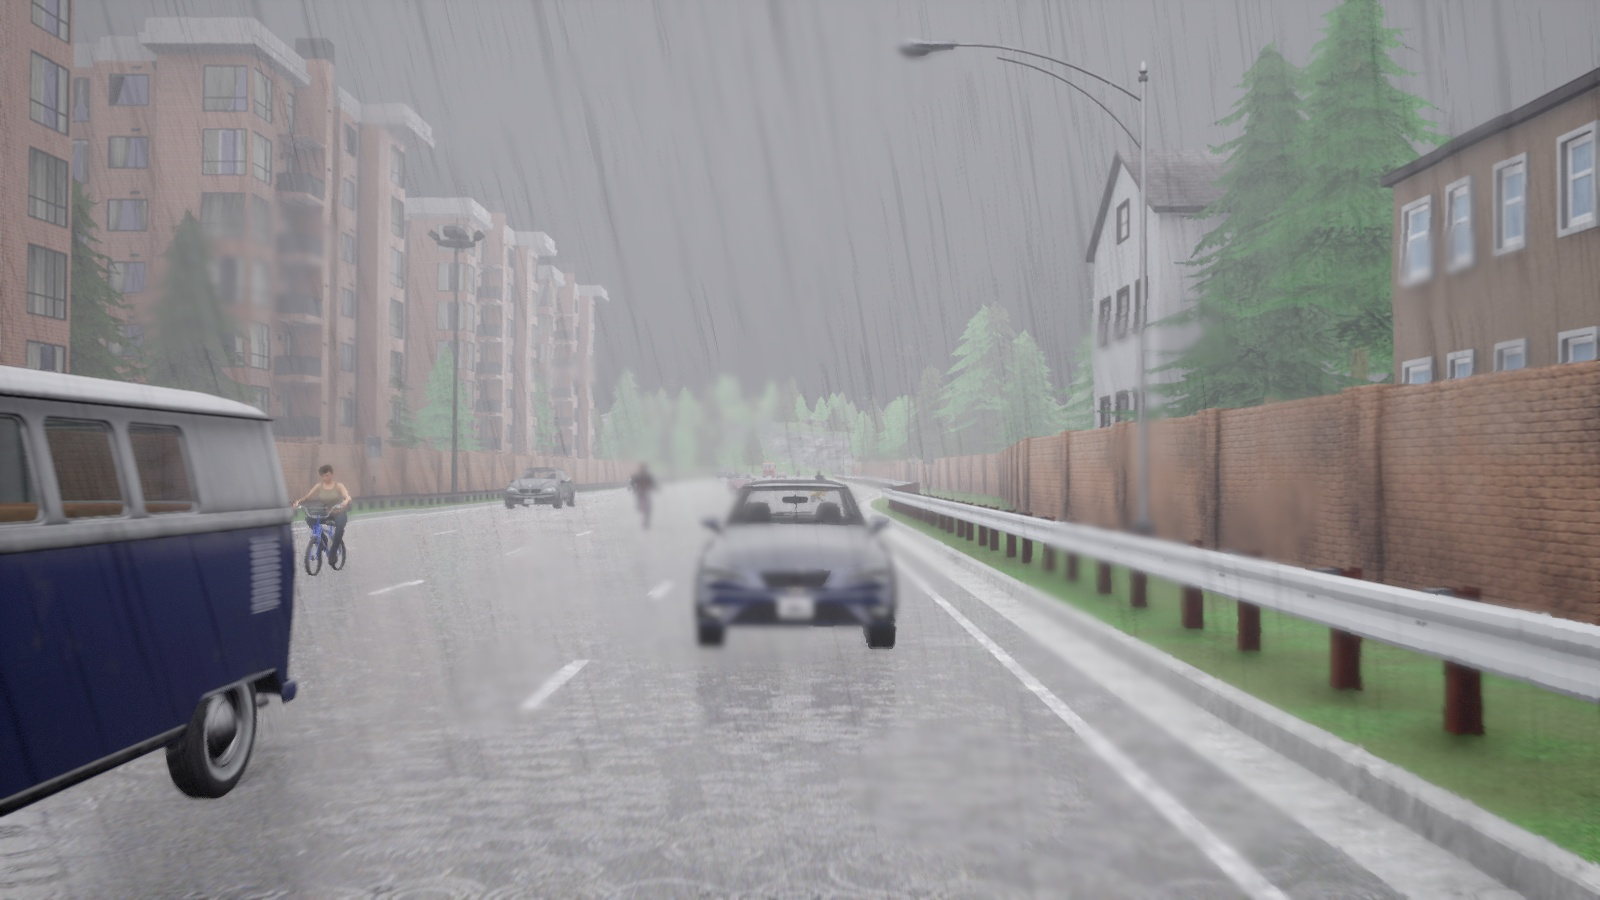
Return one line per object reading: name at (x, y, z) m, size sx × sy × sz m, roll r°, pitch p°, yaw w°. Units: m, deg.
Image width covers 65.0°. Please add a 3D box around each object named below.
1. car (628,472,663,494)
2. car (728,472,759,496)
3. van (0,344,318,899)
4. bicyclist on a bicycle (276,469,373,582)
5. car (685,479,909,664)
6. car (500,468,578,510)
car at (-10.711, 2.282, 87.167) m, size 1.970 × 1.475 × 3.806 m, roll 0°, pitch -1°, yaw 0°
car at (-3.700, 2.226, 82.579) m, size 1.845 × 1.501 × 3.633 m, roll 0°, pitch -1°, yaw 0°
van at (-3.512, 0.659, 4.627) m, size 1.775 × 1.987 × 4.442 m, roll 0°, pitch -1°, yaw 0°
bicyclist on a bicycle at (-7.041, 1.092, 18.685) m, size 0.866 × 1.612 × 1.509 m, roll 0°, pitch -1°, yaw 0°
car at (-0.030, 1.034, 12.313) m, size 1.816 × 1.474 × 4.193 m, roll 0°, pitch -1°, yaw 0°
car at (-10.625, 1.564, 51.518) m, size 2.242 × 1.667 × 4.611 m, roll 0°, pitch -1°, yaw 0°
